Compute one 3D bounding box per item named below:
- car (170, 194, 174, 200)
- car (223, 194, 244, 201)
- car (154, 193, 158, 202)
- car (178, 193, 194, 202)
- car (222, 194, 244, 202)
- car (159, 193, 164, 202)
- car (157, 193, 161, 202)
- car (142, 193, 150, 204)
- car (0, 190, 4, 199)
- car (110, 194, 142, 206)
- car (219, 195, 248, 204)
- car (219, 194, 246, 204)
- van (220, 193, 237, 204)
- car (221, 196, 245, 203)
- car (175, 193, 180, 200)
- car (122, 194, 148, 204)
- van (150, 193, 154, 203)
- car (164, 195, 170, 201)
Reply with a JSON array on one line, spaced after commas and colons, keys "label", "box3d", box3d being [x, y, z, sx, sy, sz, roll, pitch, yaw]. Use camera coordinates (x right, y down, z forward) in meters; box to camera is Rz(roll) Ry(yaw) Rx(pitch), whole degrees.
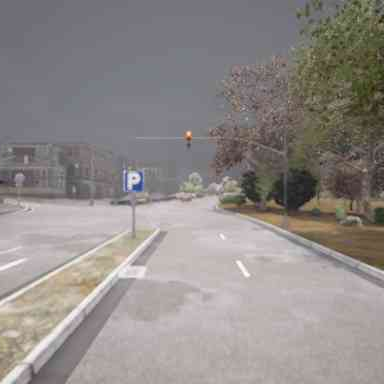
[{"label": "car", "box3d": [-8.069, 1.324, 83.634, 5.566, 2.045, 2.435, -1, -1, -12]}, {"label": "car", "box3d": [10.292, 1.382, 82.841, 4.553, 1.767, 2.185, 1, 0, -11]}, {"label": "car", "box3d": [-10.068, 1.533, 68.647, 4.892, 1.521, 2.231, -1, -1, -14]}, {"label": "car", "box3d": [-1.391, 1.562, 75.406, 1.812, 1.442, 4.674, 0, 0, 7]}, {"label": "car", "box3d": [9.396, 1.368, 76.971, 4.553, 1.767, 2.185, 1, 0, -12]}, {"label": "car", "box3d": [-9.328, 1.589, 74.644, 4.674, 1.452, 2.002, -1, -1, -13]}, {"label": "car", "box3d": [-9.697, 1.580, 71.642, 4.674, 1.452, 2.002, -1, 0, -13]}, {"label": "car", "box3d": [-10.848, 1.498, 59.683, 5.366, 1.575, 1.946, -1, -1, -15]}, {"label": "car", "box3d": [-28.204, 0.280, 47.550, 2.002, 1.452, 4.674, 6, -3, -19]}, {"label": "car", "box3d": [-11.490, 1.531, 56.690, 4.792, 1.488, 2.163, -1, 0, -15]}, {"label": "car", "box3d": [8.150, 1.466, 65.264, 5.366, 1.575, 1.946, 1, 0, -13]}, {"label": "car", "box3d": [7.617, 1.334, 62.270, 4.553, 1.767, 2.185, 1, 0, -14]}, {"label": "van", "box3d": [7.235, 1.226, 59.300, 4.442, 1.987, 1.878, 1, 0, -14]}, {"label": "car", "box3d": [8.661, 1.521, 71.103, 4.674, 1.452, 2.002, 1, 0, -13]}, {"label": "car", "box3d": [-6.690, 1.601, 92.574, 5.008, 1.535, 2.097, -1, 0, -11]}, {"label": "car", "box3d": [-10.757, 1.388, 62.636, 4.553, 1.767, 2.185, -1, -1, -14]}, {"label": "van", "box3d": [-10.294, 1.295, 65.676, 4.442, 1.987, 1.878, -1, -1, -14]}, {"label": "car", "box3d": [-8.517, 1.607, 80.627, 4.674, 1.452, 2.002, -1, 0, -12]}]
